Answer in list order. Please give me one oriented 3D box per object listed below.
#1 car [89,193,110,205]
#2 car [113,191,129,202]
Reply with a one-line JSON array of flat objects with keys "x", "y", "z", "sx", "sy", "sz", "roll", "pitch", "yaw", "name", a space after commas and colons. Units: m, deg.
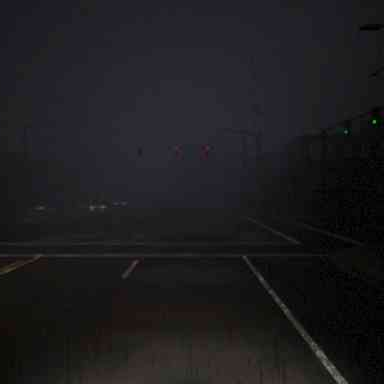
[{"x": -14.066, "y": 1.110, "z": 50.779, "sx": 2.097, "sy": 1.767, "sz": 4.553, "roll": 0, "pitch": 0, "yaw": 0, "name": "car"}, {"x": -14.011, "y": 0.851, "z": 66.000, "sx": 2.150, "sy": 2.045, "sz": 5.566, "roll": 0, "pitch": 1, "yaw": 0, "name": "car"}]
